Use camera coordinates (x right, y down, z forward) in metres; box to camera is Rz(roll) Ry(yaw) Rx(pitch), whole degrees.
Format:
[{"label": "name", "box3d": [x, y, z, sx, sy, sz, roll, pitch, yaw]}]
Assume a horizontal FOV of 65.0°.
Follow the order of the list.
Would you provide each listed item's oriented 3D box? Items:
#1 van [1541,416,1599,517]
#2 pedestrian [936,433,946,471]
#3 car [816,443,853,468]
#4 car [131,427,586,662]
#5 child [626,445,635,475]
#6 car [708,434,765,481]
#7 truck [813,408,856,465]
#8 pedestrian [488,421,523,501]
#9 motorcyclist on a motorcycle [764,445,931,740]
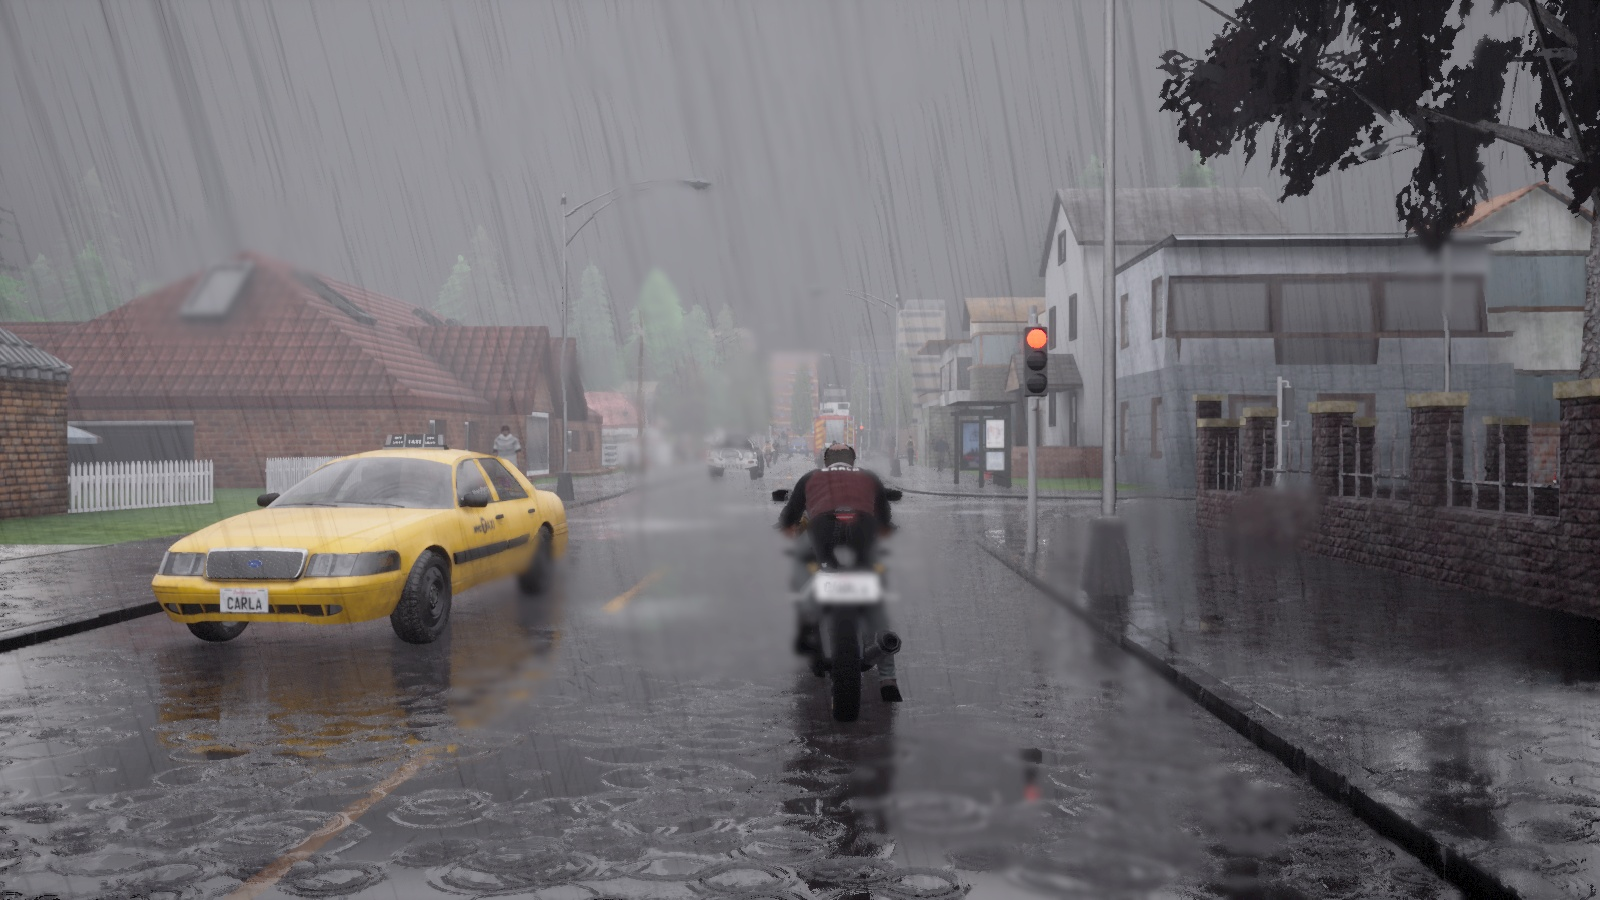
[{"label": "van", "box3d": [18.371, 0.336, 26.301, 4.480, 2.038, 2.069, 0, 0, -1]}, {"label": "pedestrian", "box3d": [6.901, 0.115, 61.426, 0.402, 1.842, 0.726, 0, 0, 1]}, {"label": "car", "box3d": [2.099, 0.316, 76.441, 2.163, 1.488, 4.792, 0, 0, 2]}, {"label": "car", "box3d": [-3.456, 0.620, 11.169, 1.801, 1.575, 5.366, 0, 0, 5]}, {"label": "child", "box3d": [-7.322, 0.424, 54.293, 0.270, 1.263, 0.437, 0, 0, 13]}, {"label": "car", "box3d": [-2.569, 0.268, 52.005, 1.932, 1.855, 4.605, 0, 0, 2]}, {"label": "truck", "box3d": [2.443, -0.919, 88.845, 2.891, 3.827, 8.468, 0, 0, 1]}, {"label": "pedestrian", "box3d": [-7.276, 0.273, 31.073, 0.659, 1.952, 0.873, 0, 0, 1]}, {"label": "motorcyclist on a motorcycle", "box3d": [0.244, 0.739, 7.623, 0.866, 1.530, 2.191, 0, 0, 0]}]
